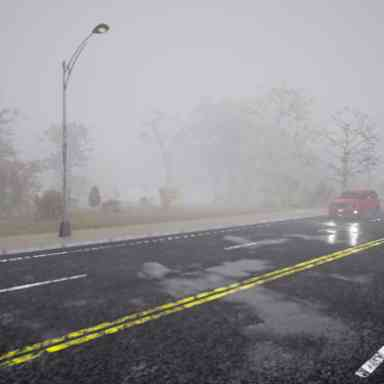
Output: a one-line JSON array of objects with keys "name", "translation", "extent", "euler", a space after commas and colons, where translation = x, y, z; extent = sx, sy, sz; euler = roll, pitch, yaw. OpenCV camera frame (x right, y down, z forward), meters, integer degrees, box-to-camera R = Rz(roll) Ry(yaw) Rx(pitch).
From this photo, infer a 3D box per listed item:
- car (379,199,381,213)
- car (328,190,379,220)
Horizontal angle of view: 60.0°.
[{"name": "car", "translation": [9.617, 1.050, 13.173], "extent": [5.566, 2.045, 2.150], "euler": [-1, 1, -43]}, {"name": "car", "translation": [12.310, 0.889, 25.004], "extent": [5.566, 2.045, 2.150], "euler": [-1, 1, -44]}]
